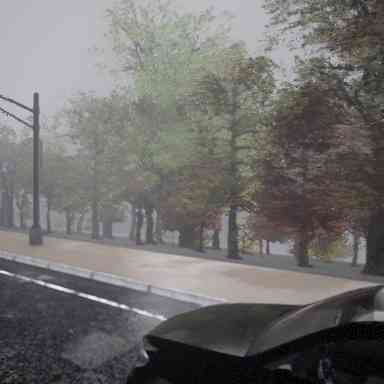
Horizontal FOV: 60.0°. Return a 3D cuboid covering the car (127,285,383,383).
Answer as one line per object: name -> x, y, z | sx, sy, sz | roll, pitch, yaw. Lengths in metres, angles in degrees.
car -> 1.559, 1.527, 2.573 | 4.674, 1.442, 1.812 | -1, 0, 36
